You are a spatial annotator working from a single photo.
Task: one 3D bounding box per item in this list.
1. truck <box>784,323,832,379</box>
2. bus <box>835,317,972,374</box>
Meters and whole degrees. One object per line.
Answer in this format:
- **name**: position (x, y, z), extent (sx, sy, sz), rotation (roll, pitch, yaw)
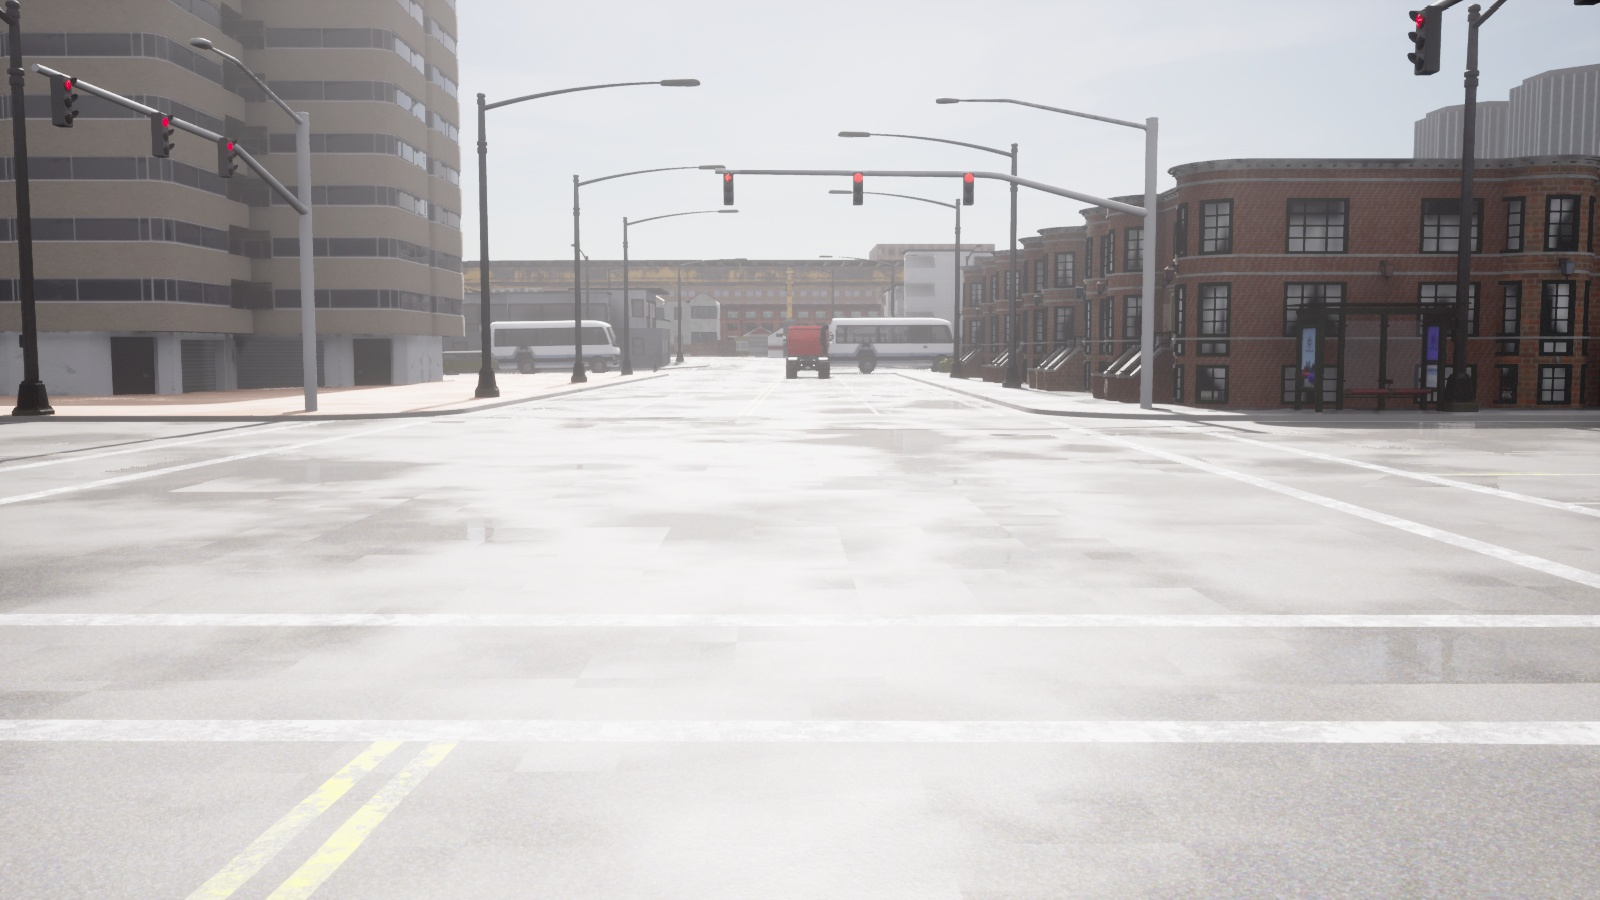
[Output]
- **truck**: position (0.515, -6.412, 81.219), extent (2.891, 3.462, 7.936), rotation (0, 5, 0)
- **bus**: position (7.863, -8.050, 96.944), extent (10.273, 4.253, 3.944), rotation (0, 5, 0)
